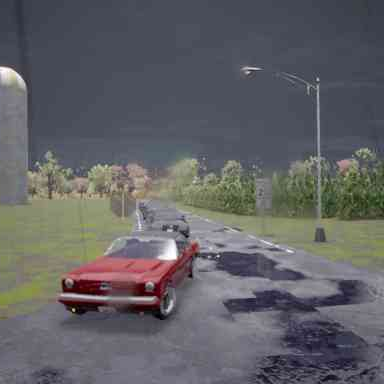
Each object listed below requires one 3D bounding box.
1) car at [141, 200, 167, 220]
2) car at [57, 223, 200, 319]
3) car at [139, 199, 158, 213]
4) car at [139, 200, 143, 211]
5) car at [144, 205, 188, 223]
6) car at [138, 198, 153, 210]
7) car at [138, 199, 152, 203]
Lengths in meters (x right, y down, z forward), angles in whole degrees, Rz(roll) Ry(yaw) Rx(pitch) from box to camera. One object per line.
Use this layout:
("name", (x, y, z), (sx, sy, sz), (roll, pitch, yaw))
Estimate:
("car", (-2.306, 1.600, 23.444), (2.128, 1.511, 4.902), (-1, 0, -10))
("car", (-1.058, 1.658, 7.722), (1.895, 1.301, 4.718), (-1, 0, 9))
("car", (-5.608, 1.682, 42.084), (2.128, 1.511, 4.902), (-1, 0, -10))
("car", (-3.418, 1.701, 29.866), (1.994, 1.385, 4.181), (-1, 0, -10))
("car", (-1.353, 1.649, 17.798), (1.994, 1.385, 4.181), (-1, 0, -10))
("car", (-6.733, 1.695, 48.170), (1.882, 1.535, 5.008), (-1, 0, -11))
("car", (-4.455, 1.710, 35.732), (2.033, 1.411, 5.357), (-1, 0, -10))
